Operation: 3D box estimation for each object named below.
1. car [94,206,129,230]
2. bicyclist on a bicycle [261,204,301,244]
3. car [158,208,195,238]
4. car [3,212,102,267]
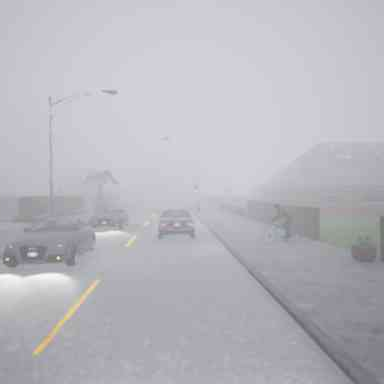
[{"bbox_3d":[-5.261,1.617,21.556,1.994,1.385,4.181,-1,0,-3],"label":"car"},{"bbox_3d":[3.597,1.295,13.406,1.656,1.620,0.582,-1,0,-3],"label":"bicyclist on a bicycle"},{"bbox_3d":[-0.843,1.547,17.652,2.033,1.411,5.357,-1,0,-3],"label":"car"},{"bbox_3d":[-4.704,1.616,11.588,1.994,1.385,4.181,-1,0,-3],"label":"car"}]
